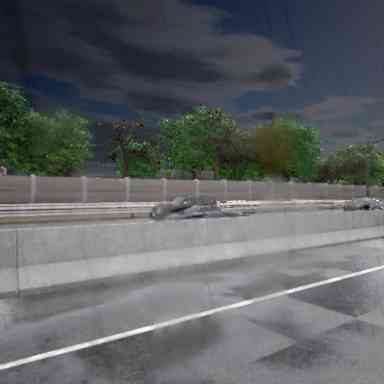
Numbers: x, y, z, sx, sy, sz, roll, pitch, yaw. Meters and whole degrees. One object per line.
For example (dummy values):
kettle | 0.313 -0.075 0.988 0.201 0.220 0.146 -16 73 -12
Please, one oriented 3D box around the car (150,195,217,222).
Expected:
car | -0.435 1.278 25.144 5.566 2.045 2.150 0 0 -35

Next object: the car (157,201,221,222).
car | 0.510 1.557 21.522 4.892 1.490 1.837 0 0 -35

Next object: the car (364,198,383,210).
car | 21.164 1.510 36.048 4.553 1.767 2.097 0 0 -35

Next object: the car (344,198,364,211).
car | 20.119 1.514 39.582 4.553 1.767 2.097 0 0 -35

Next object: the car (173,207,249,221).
car | 1.601 1.648 18.007 4.718 1.301 1.895 0 0 -35
